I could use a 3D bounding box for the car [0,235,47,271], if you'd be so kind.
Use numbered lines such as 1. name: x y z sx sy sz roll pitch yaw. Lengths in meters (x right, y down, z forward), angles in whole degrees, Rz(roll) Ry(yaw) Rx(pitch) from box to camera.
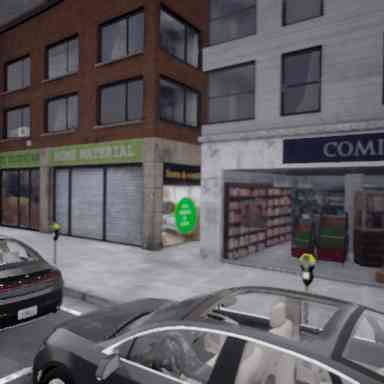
1. car: -4.099 1.431 5.959 4.403 1.369 2.008 1 1 35

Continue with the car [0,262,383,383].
1. car: 0.416 1.528 2.775 4.403 1.369 2.008 1 1 35
